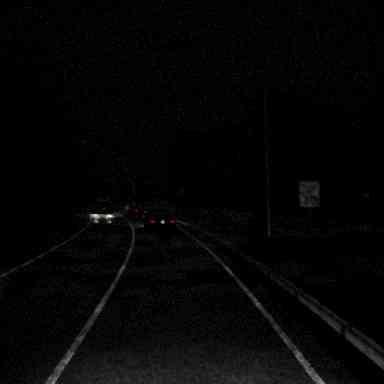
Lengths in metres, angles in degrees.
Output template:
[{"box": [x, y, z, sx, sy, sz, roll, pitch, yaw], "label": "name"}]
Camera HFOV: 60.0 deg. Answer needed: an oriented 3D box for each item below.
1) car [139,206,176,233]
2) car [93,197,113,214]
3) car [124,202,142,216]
[{"box": [-2.210, 1.865, 22.138, 2.033, 1.411, 5.357, 1, -1, -11], "label": "car"}, {"box": [-11.334, 1.652, 42.328, 2.150, 2.045, 5.566, 2, -1, -18], "label": "car"}, {"box": [-7.031, 1.987, 40.040, 1.882, 1.535, 5.008, 2, -1, -18], "label": "car"}]
